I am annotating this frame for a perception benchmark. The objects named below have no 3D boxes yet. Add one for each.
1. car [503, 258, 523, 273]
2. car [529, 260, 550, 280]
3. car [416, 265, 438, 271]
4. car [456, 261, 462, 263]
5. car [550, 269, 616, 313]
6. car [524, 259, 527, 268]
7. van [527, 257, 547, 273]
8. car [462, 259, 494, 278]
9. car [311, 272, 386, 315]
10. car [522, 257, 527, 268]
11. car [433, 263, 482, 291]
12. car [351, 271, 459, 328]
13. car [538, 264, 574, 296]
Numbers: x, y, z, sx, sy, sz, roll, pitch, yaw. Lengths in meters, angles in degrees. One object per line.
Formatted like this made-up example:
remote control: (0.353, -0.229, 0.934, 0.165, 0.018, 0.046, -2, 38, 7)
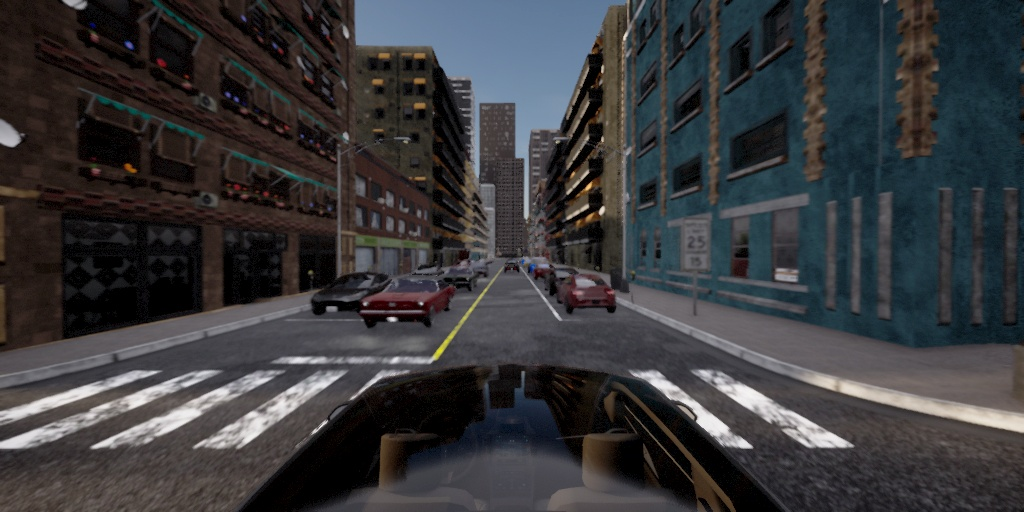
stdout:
car: (-0.023, 1.187, 42.546, 1.837, 1.490, 4.892, 0, 0, 0)
car: (2.674, 1.246, 30.080, 1.888, 1.381, 4.507, 0, 0, 0)
car: (-5.704, 1.275, 24.564, 1.948, 1.339, 4.313, 0, 0, 0)
car: (-5.713, 1.229, 41.135, 1.888, 1.381, 4.507, 0, 0, 0)
car: (2.683, 1.310, 13.510, 1.802, 1.307, 4.207, 0, 0, 0)
car: (2.668, 1.250, 41.127, 1.948, 1.339, 4.313, 0, 0, 0)
van: (2.671, 1.034, 35.603, 1.690, 1.789, 3.998, 0, 0, 0)
car: (-3.084, 1.244, 33.339, 2.033, 1.411, 5.357, 0, 0, 0)
car: (-5.699, 1.294, 13.517, 1.948, 1.339, 4.313, 0, 0, 0)
car: (2.658, 1.187, 57.866, 1.751, 1.417, 4.829, 0, 0, 0)
car: (-3.102, 1.315, 21.475, 1.895, 1.301, 4.718, 0, 0, 0)
car: (-3.101, 1.333, 11.513, 1.895, 1.301, 4.718, 0, 0, 0)
car: (2.680, 1.285, 19.033, 1.948, 1.339, 4.313, 0, 0, 0)
